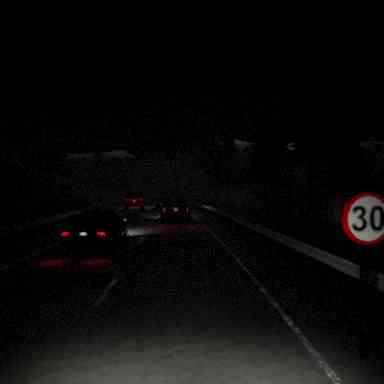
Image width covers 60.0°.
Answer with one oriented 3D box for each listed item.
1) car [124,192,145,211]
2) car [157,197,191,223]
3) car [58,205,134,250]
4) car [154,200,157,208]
[{"bbox_3d":[-6.597,1.028,38.189,2.150,2.045,5.566,0,0,-9],"label":"car"},{"bbox_3d":[-1.308,1.225,24.547,2.097,1.767,4.553,0,0,-6],"label":"car"},{"bbox_3d":[-3.899,1.478,13.917,2.033,1.411,5.357,0,0,-4],"label":"car"},{"bbox_3d":[-3.628,1.334,41.625,2.033,1.411,5.357,0,0,-10],"label":"car"}]
